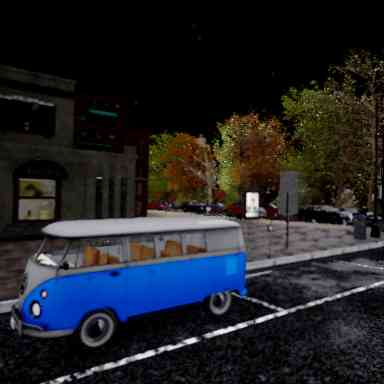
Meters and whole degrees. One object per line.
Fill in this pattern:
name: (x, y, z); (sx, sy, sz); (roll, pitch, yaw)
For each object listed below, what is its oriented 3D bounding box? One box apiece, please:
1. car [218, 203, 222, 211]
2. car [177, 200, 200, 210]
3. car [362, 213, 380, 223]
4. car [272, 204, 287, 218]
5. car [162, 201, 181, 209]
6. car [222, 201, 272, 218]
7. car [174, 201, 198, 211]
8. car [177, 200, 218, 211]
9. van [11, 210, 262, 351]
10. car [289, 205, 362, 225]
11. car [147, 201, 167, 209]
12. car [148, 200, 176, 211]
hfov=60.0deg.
car: (3.209, 2.185, 44.727); (2.033, 1.411, 5.357); (2, -2, -34)
car: (-0.664, 2.325, 62.255); (2.097, 1.767, 4.553); (2, -2, -34)
car: (13.750, 2.041, 29.183); (1.895, 1.301, 4.718); (2, -2, -34)
car: (8.663, 2.061, 36.684); (1.812, 1.442, 4.674); (2, -1, -34)
car: (-4.187, 2.563, 67.368); (1.812, 1.442, 4.674); (2, -2, -34)
car: (5.765, 1.813, 35.178); (2.097, 1.767, 4.553); (2, -2, -34)
car: (-1.097, 2.377, 57.075); (1.812, 1.442, 4.674); (2, -2, -34)
car: (0.627, 2.048, 42.753); (2.128, 1.511, 4.902); (2, -2, -34)
van: (-0.836, 1.371, 5.963); (3.998, 1.788, 1.690); (1, 0, -35)
car: (10.914, 1.856, 27.559); (2.128, 1.511, 4.902); (2, -2, -34)
car: (-6.894, 2.560, 65.567); (1.895, 1.301, 4.718); (2, -2, -34)
car: (-4.901, 2.013, 50.960); (2.097, 1.767, 4.553); (2, -2, -34)
